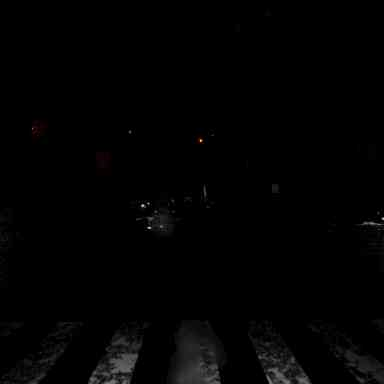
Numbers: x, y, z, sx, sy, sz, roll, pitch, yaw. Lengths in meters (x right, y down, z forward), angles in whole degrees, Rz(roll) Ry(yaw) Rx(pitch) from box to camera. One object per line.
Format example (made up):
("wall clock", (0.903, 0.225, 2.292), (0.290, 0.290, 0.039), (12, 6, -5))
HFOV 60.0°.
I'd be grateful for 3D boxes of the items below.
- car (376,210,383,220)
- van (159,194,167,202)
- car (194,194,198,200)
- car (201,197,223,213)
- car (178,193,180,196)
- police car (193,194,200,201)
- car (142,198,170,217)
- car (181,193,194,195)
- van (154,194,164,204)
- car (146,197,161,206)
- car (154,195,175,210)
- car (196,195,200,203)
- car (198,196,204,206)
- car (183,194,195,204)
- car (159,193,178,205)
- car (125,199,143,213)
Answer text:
("car", (14.710, 1.249, 21.033), (5.357, 1.411, 2.033), (-1, 0, -1))
("van", (-6.741, 1.369, 77.475), (1.690, 1.788, 3.998), (0, 0, -1))
("car", (2.000, 1.568, 62.584), (2.008, 1.369, 4.403), (0, 0, -1))
("car", (2.376, 1.556, 36.381), (2.008, 1.369, 4.403), (0, 0, -1))
("car", (-3.820, 1.508, 62.408), (2.128, 1.511, 4.902), (0, 0, 0))
("police car", (1.203, 1.464, 90.558), (1.930, 1.638, 5.238), (0, 0, -1))
("car", (-3.291, 1.568, 31.205), (1.994, 1.385, 4.181), (0, 0, -4))
("car", (-0.943, 1.550, 75.571), (2.128, 1.511, 4.902), (0, 0, -1))
("van", (-6.585, 1.361, 66.649), (1.690, 1.788, 3.998), (0, 0, -1))
("car", (-6.429, 1.579, 55.824), (1.947, 1.339, 4.313), (0, 0, -1))
("car", (-3.564, 1.485, 42.121), (1.882, 1.535, 5.008), (0, 0, -1))
("car", (2.142, 1.562, 52.713), (2.008, 1.369, 4.403), (0, 0, -1))
("car", (2.220, 1.554, 47.269), (1.887, 1.381, 4.507), (0, 0, -1))
("car", (-0.706, 1.620, 65.643), (1.895, 1.301, 4.718), (0, 0, -1))
("car", (-3.709, 1.364, 52.622), (2.097, 1.767, 4.553), (0, 0, -1))
("car", (-6.148, 1.556, 36.262), (2.008, 1.369, 4.403), (0, 0, -1))
